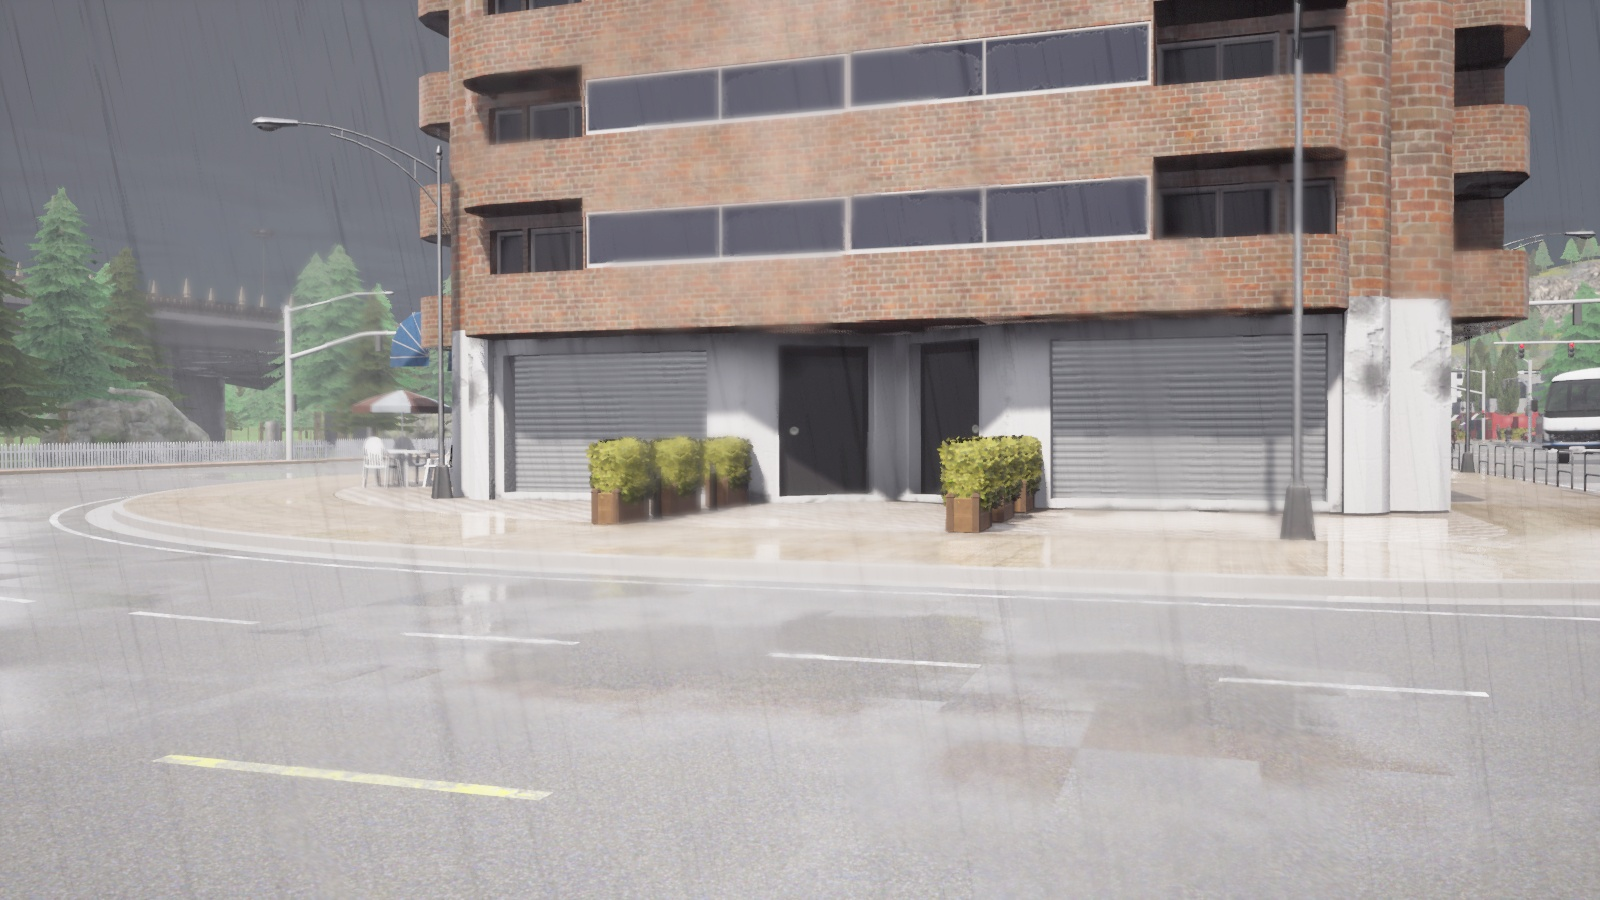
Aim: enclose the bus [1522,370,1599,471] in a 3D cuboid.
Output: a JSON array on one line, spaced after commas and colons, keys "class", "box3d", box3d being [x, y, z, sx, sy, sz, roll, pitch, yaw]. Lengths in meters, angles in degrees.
[{"class": "bus", "box3d": [37.194, -1.255, 56.196, 10.273, 4.253, 3.944, 0, 0, -31]}]
